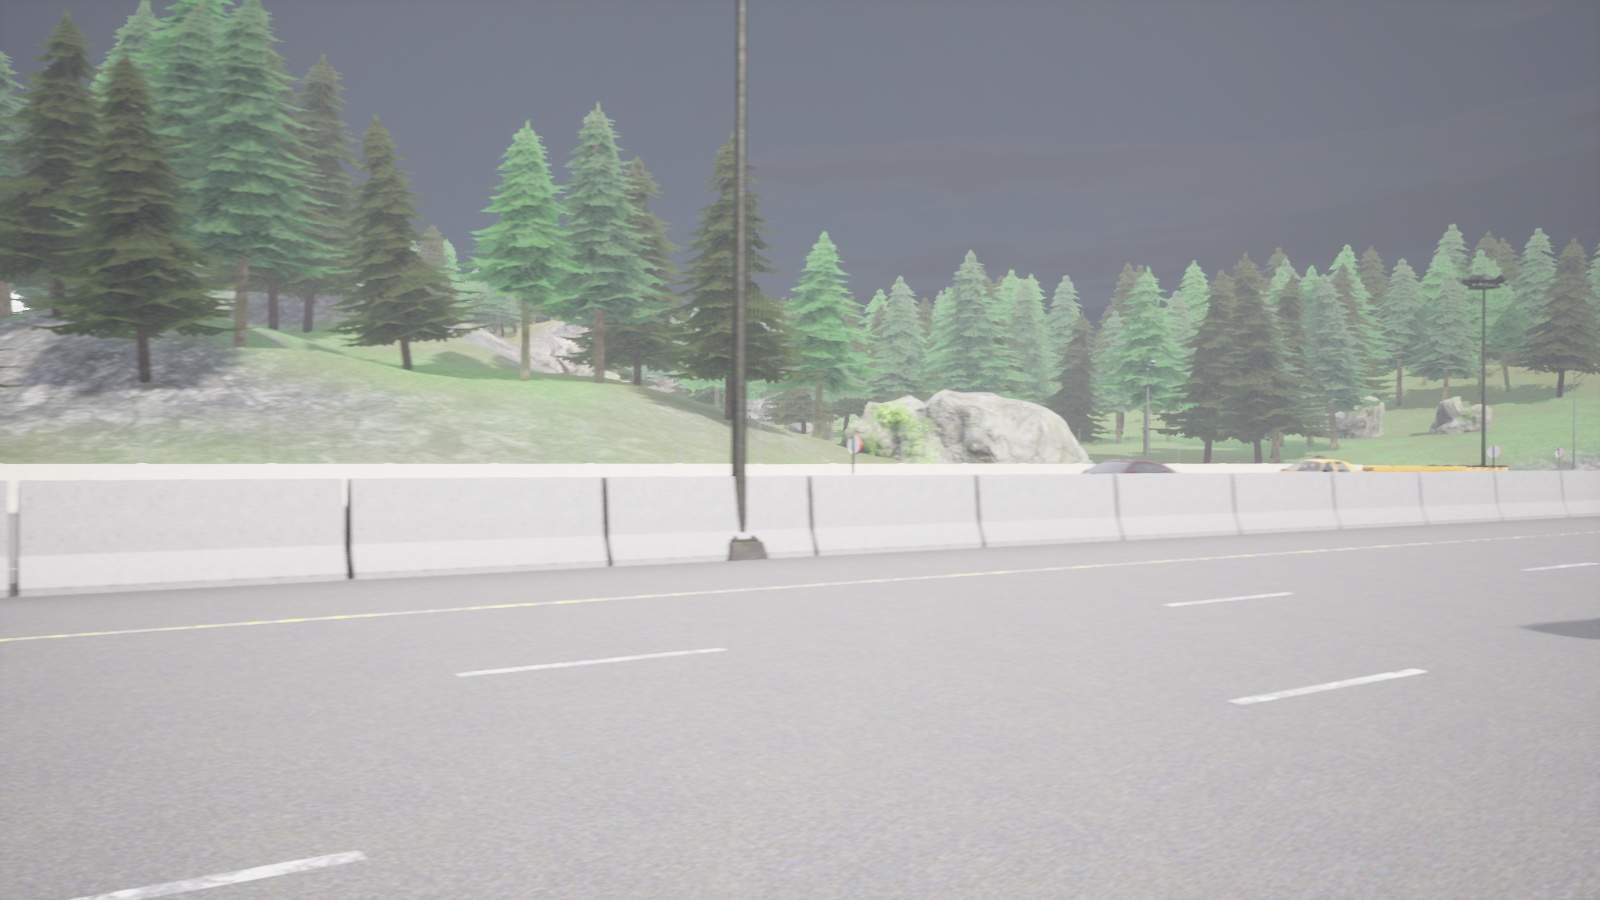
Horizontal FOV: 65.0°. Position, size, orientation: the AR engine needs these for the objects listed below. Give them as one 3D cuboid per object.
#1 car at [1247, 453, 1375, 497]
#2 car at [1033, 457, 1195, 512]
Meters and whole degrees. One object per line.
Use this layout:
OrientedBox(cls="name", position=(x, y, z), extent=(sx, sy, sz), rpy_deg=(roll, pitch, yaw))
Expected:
OrientedBox(cls="car", position=(19.072, 0.897, 46.780), extent=(5.366, 1.575, 1.801), rpy_deg=(0, 0, -35))
OrientedBox(cls="car", position=(8.892, 0.928, 35.431), extent=(4.674, 1.442, 1.812), rpy_deg=(0, 0, -35))
